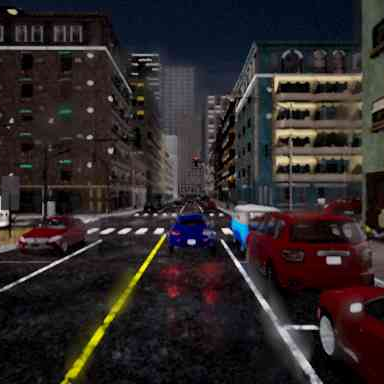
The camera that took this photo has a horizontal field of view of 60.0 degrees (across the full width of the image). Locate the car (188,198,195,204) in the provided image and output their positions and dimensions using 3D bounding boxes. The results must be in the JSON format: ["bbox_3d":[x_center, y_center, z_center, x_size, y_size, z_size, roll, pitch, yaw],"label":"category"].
[{"bbox_3d":[-0.043,2.208,86.049,1.812,1.442,4.674,0,-1,0],"label":"car"}]

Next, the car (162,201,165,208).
[{"bbox_3d":[-5.726,2.126,57.643,1.947,1.339,4.313,0,-1,0],"label":"car"}]

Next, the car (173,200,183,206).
[{"bbox_3d":[-3.038,2.307,72.494,1.895,1.301,4.718,0,-1,0],"label":"car"}]

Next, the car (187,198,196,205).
[{"bbox_3d":[-0.038,2.251,74.792,2.128,1.511,4.902,0,-1,0],"label":"car"}]

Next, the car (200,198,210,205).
[{"bbox_3d":[2.658,2.070,52.112,1.947,1.339,4.313,0,-1,0],"label":"car"}]

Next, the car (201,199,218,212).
[{"bbox_3d":[2.660,2.031,46.588,1.802,1.307,4.206,0,-1,0],"label":"car"}]

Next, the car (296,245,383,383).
[{"bbox_3d":[2.682,1.575,3.140,1.887,1.381,4.507,0,-1,0],"label":"car"}]

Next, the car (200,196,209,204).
[{"bbox_3d":[3.065,2.052,84.188,2.150,2.045,5.566,0,-1,0],"label":"car"}]

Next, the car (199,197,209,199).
[{"bbox_3d":[2.652,2.161,63.158,1.887,1.381,4.507,0,-1,0],"label":"car"}]

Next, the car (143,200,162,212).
[{"bbox_3d":[-5.721,2.015,46.596,1.947,1.339,4.313,0,-1,0],"label":"car"}]

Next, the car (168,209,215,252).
[{"bbox_3d":[0.000,1.663,14.380,1.812,1.442,4.674,0,0,0],"label":"car"}]

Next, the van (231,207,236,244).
[{"bbox_3d":[2.675,1.476,14.198,1.690,1.788,3.998,0,-1,0],"label":"van"}]

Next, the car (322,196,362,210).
[{"bbox_3d":[15.742,1.355,33.739,5.009,1.841,2.192,-1,1,0],"label":"car"}]

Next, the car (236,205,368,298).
[{"bbox_3d":[2.678,1.398,8.670,2.192,1.841,5.009,0,-1,0],"label":"car"}]

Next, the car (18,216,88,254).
[{"bbox_3d":[-5.704,1.717,14.192,1.802,1.307,4.206,0,-1,0],"label":"car"}]
